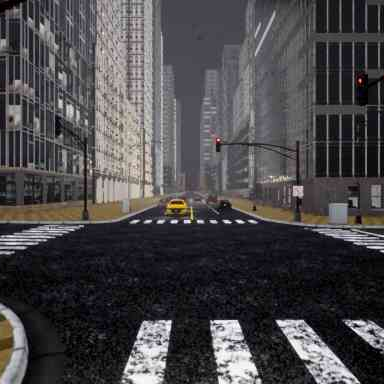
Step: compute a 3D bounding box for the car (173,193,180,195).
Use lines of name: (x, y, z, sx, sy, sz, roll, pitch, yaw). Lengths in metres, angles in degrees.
car: (-1.555, 1.359, 53.395, 2.097, 1.767, 4.553, 0, 0, 0)

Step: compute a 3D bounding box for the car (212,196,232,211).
car: (3.942, 1.579, 41.823, 1.947, 1.339, 4.313, 0, 0, 0)

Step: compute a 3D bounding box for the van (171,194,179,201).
van: (-4.137, 1.321, 80.484, 1.690, 1.788, 3.998, 0, 0, 0)

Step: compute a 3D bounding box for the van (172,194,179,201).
van: (-4.158, 1.315, 86.012, 1.690, 1.788, 3.998, 0, 0, 0)

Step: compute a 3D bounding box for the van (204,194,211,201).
van: (3.743, 1.321, 80.515, 1.690, 1.788, 3.998, 0, 0, 0)

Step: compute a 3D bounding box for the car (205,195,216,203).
car: (3.786, 1.432, 69.460, 1.967, 1.590, 4.097, 0, 0, 0)

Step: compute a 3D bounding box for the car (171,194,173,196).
car: (-4.073, 1.564, 63.901, 1.947, 1.339, 4.313, 0, 0, 0)

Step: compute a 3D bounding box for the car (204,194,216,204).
car: (3.807, 1.313, 63.931, 2.192, 1.841, 5.009, 0, 0, 0)

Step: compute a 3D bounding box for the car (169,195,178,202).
car: (-4.116, 1.426, 74.957, 1.967, 1.590, 4.097, 0, 0, 0)

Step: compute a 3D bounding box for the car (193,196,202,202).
car: (1.219, 1.529, 72.936, 2.033, 1.411, 5.357, 0, 0, 0)

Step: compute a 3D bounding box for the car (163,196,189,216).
car: (-1.487, 1.495, 33.325, 1.882, 1.535, 5.008, 0, 0, 0)

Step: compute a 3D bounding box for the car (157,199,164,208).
car: (-4.009, 1.593, 47.319, 1.802, 1.307, 4.206, 0, 0, 0)
